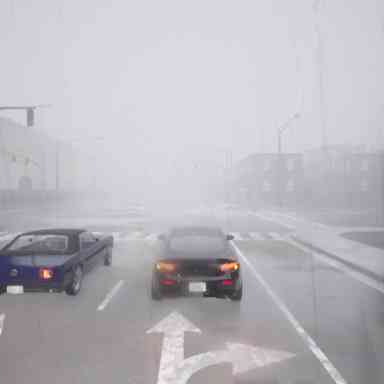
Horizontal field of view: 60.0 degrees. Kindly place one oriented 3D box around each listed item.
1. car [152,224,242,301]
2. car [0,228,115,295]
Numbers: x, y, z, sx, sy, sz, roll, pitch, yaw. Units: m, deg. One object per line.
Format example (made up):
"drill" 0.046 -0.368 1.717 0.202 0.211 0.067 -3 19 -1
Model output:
"car" 0.101 1.521 8.200 1.812 1.442 4.674 0 0 0
"car" -3.397 1.596 8.633 1.895 1.301 4.718 0 0 0
